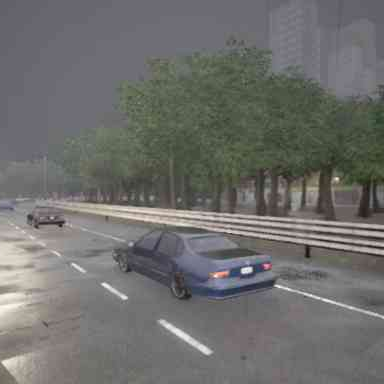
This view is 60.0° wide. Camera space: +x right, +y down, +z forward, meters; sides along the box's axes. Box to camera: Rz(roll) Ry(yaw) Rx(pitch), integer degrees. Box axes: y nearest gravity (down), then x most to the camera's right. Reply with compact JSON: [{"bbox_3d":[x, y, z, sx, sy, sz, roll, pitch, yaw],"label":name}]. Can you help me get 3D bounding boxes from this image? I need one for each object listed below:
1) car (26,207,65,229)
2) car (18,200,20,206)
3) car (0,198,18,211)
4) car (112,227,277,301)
[{"bbox_3d":[-10.556,1.759,23.818,2.033,1.411,5.357,0,-1,-34],"label":"car"},{"bbox_3d":[-37.095,1.953,68.843,2.097,1.767,4.553,0,-1,-16],"label":"car"},{"bbox_3d":[-27.127,1.967,48.334,2.033,1.411,5.357,0,-1,-33],"label":"car"},{"bbox_3d":[-0.316,1.630,8.708,2.033,1.411,5.357,0,-1,-34],"label":"car"}]
